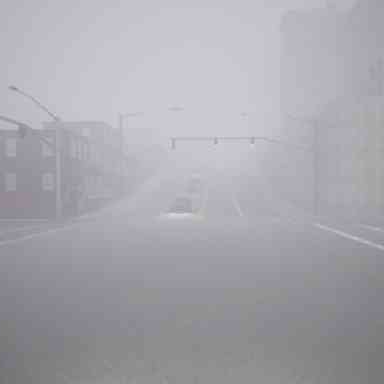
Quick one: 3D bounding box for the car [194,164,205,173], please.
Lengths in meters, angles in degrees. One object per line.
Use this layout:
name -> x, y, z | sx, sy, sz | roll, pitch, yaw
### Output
car -> 1.539, -4.507, 62.177 | 2.033, 1.411, 5.357 | 0, 12, 5

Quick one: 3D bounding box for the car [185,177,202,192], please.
car -> 0.231, -1.126, 45.931 | 2.097, 1.767, 4.553 | 0, 11, 5

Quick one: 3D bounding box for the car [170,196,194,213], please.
car -> -0.898, 1.083, 31.548 | 1.994, 1.385, 4.181 | 0, 5, 5
